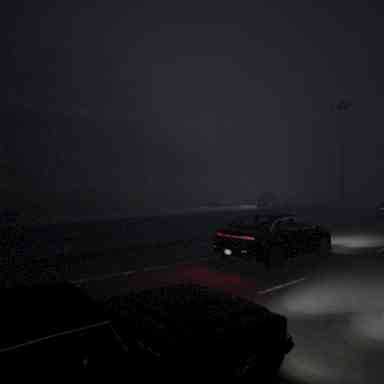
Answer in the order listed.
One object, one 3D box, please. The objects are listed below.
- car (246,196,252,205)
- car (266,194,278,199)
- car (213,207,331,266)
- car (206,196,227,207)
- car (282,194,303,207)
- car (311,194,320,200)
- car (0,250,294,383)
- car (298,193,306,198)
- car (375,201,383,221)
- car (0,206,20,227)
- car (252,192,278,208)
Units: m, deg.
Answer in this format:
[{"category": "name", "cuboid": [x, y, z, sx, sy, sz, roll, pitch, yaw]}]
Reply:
[{"category": "car", "cuboid": [10.141, 1.330, 53.623, 2.128, 1.511, 4.902, 0, 0, 24]}, {"category": "car", "cuboid": [20.560, 1.122, 85.016, 2.033, 1.411, 5.357, 0, 0, 24]}, {"category": "car", "cuboid": [2.796, 1.456, 10.978, 4.902, 1.511, 2.128, 0, 0, -42]}, {"category": "car", "cuboid": [3.556, 1.355, 47.608, 1.882, 1.535, 5.008, 0, 0, 25]}, {"category": "car", "cuboid": [12.803, 1.381, 42.618, 1.812, 1.442, 4.674, 0, 0, 25]}, {"category": "car", "cuboid": [29.623, 1.160, 79.574, 1.882, 1.535, 5.008, 0, 0, 24]}, {"category": "car", "cuboid": [-1.176, 1.598, 3.145, 4.718, 1.301, 1.895, 0, 0, -36]}, {"category": "car", "cuboid": [27.104, 0.922, 82.500, 1.882, 1.535, 5.008, 0, 0, 24]}, {"category": "car", "cuboid": [15.206, 1.378, 25.280, 2.128, 1.511, 4.902, 0, 0, 35]}, {"category": "car", "cuboid": [-13.366, 1.494, 20.447, 4.902, 1.511, 2.128, 0, 0, -38]}, {"category": "car", "cuboid": [10.365, 1.078, 45.668, 2.150, 2.045, 5.566, 0, 0, 25]}]
